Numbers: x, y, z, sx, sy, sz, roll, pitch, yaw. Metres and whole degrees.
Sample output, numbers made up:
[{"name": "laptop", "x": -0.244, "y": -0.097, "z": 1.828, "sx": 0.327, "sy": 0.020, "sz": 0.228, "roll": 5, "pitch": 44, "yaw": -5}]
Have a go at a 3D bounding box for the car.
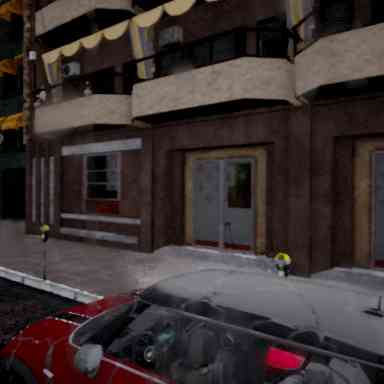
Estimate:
[{"name": "car", "x": 0.085, "y": 1.425, "z": 2.810, "sx": 4.097, "sy": 1.590, "sz": 1.967, "roll": 1, "pitch": 0, "yaw": 35}]
